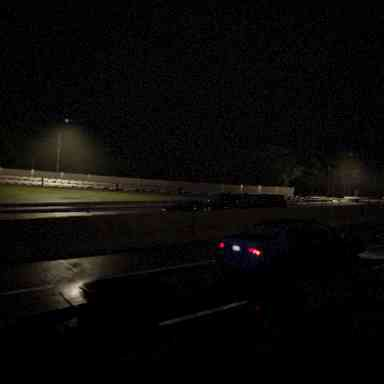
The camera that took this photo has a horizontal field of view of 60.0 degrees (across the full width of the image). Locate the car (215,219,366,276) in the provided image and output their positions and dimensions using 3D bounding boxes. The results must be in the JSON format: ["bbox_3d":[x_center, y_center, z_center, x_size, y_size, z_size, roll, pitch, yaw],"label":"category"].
[{"bbox_3d":[3.221,1.550,10.342,5.357,1.411,2.033,0,0,-36],"label":"car"}]

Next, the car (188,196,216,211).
[{"bbox_3d":[2.731,1.230,27.431,5.566,2.045,2.150,0,0,-35],"label":"car"}]

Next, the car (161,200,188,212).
[{"bbox_3d":[-0.398,1.512,29.498,4.892,1.490,1.837,0,0,-35],"label":"car"}]

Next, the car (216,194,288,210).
[{"bbox_3d":[4.765,1.230,24.583,5.566,2.045,2.150,0,0,-35],"label":"car"}]
